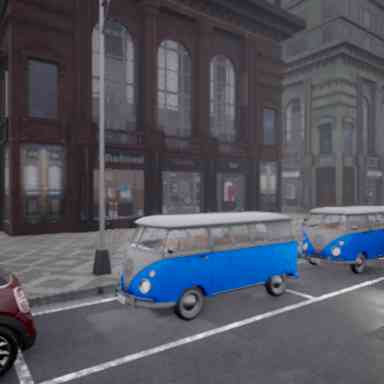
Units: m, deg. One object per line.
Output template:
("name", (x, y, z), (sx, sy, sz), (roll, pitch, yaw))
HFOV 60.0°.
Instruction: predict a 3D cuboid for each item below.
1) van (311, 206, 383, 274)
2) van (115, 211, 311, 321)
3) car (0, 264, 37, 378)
("van", (5.079, 1.338, 10.272), (3.998, 1.788, 1.690), (0, 0, -35))
("van", (0.490, 1.340, 7.000), (3.998, 1.788, 1.690), (0, 0, -35))
("car", (-4.099, 1.441, 3.727), (4.097, 1.590, 1.967), (0, 0, -35))
